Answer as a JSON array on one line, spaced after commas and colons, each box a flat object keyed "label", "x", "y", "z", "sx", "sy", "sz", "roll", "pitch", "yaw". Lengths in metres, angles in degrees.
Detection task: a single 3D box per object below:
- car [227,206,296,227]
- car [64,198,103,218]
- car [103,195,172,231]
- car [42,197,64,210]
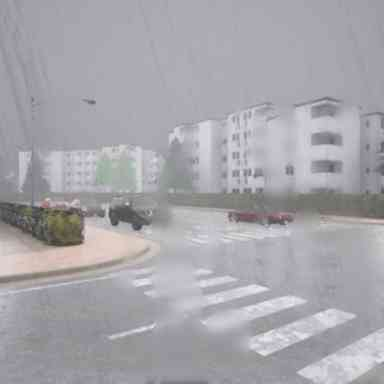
[{"label": "car", "x": 4.547, "y": 1.588, "z": 22.572, "sx": 1.895, "sy": 1.301, "sz": 4.718, "roll": 0, "pitch": 0, "yaw": -36}, {"label": "car", "x": -9.317, "y": 1.345, "z": 29.317, "sx": 2.097, "sy": 1.767, "sz": 4.553, "roll": 0, "pitch": 0, "yaw": -36}, {"label": "car", "x": -3.470, "y": 1.214, "z": 21.192, "sx": 2.150, "sy": 2.045, "sz": 5.566, "roll": 0, "pitch": 0, "yaw": -36}, {"label": "car", "x": -15.534, "y": 1.344, "z": 37.915, "sx": 2.097, "sy": 1.767, "sz": 4.553, "roll": 0, "pitch": 0, "yaw": -36}]
